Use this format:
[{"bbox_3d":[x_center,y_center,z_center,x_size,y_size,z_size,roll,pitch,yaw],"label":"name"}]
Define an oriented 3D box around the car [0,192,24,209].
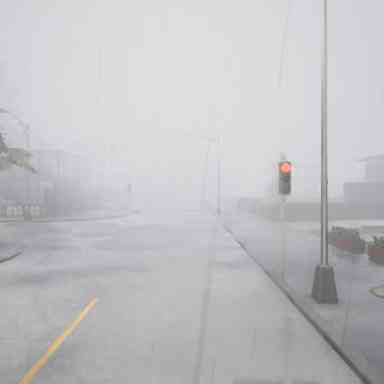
[{"bbox_3d":[-19.717,0.985,34.906,1.905,1.878,3.866,0,0,35],"label":"car"}]
